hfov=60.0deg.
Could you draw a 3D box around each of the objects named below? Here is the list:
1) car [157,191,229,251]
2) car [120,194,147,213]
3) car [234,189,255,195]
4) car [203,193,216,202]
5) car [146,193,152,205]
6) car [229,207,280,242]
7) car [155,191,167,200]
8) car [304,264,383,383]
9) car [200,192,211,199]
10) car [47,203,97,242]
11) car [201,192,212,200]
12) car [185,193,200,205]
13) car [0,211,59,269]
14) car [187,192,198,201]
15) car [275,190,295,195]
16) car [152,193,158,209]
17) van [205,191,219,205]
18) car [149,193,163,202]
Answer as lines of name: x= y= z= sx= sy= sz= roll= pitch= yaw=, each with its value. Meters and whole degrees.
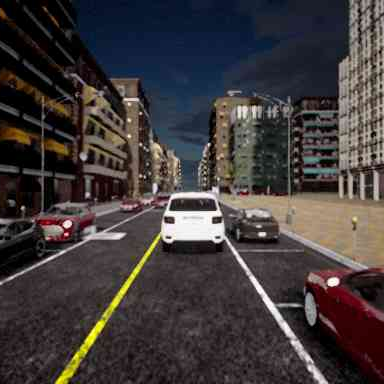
car: x=0.023 y=1.052 z=13.396 sx=2.150 sy=2.045 sz=5.566 roll=0 pitch=1 yaw=0
car: x=-5.685 y=1.189 z=31.647 sx=1.802 sy=1.307 sz=4.206 roll=1 pitch=1 yaw=0
car: x=13.688 y=0.329 z=87.263 sx=4.206 sy=1.307 sz=1.802 roll=0 pitch=0 yaw=0
car: x=2.775 y=0.869 z=54.634 sx=1.887 sy=1.381 sz=4.507 roll=1 pitch=1 yaw=0
car: x=-5.690 y=0.910 z=42.784 sx=1.967 sy=1.590 sz=4.097 roll=1 pitch=1 yaw=0
car: x=2.698 y=1.363 z=14.939 sx=2.008 sy=1.369 sz=4.403 roll=1 pitch=1 yaw=0
car: x=-5.818 y=0.664 z=62.825 sx=1.967 sy=1.590 sz=4.097 roll=1 pitch=1 yaw=0
car: x=2.701 y=1.496 z=3.800 sx=1.887 sy=1.381 sz=4.507 roll=1 pitch=1 yaw=0
car: x=2.818 y=0.679 z=70.633 sx=2.008 sy=1.369 sz=4.403 roll=1 pitch=1 yaw=0
car: x=-5.680 y=1.253 z=14.937 sx=1.967 sy=1.590 sz=4.097 roll=1 pitch=1 yaw=0
car: x=2.819 y=0.747 z=65.064 sx=2.008 sy=1.369 sz=4.403 roll=1 pitch=1 yaw=0
car: x=0.092 y=0.957 z=47.690 sx=2.033 sy=1.411 sz=5.357 roll=0 pitch=1 yaw=0
car: x=-5.681 y=1.447 z=9.370 sx=1.947 sy=1.339 sz=4.313 roll=1 pitch=1 yaw=0
car: x=0.084 y=0.763 z=61.656 sx=1.812 sy=1.442 sz=4.674 roll=0 pitch=1 yaw=0
car: x=24.742 y=0.104 z=87.184 sx=4.097 sy=1.590 sz=1.967 roll=0 pitch=0 yaw=0
car: x=-3.008 y=1.070 z=36.947 sx=1.812 sy=1.442 sz=4.674 roll=0 pitch=1 yaw=0
van: x=2.723 y=0.769 z=46.171 sx=1.690 sy=1.788 sz=3.998 roll=1 pitch=1 yaw=0
car: x=-5.768 y=0.915 z=53.923 sx=1.802 sy=1.307 sz=4.206 roll=1 pitch=1 yaw=0
